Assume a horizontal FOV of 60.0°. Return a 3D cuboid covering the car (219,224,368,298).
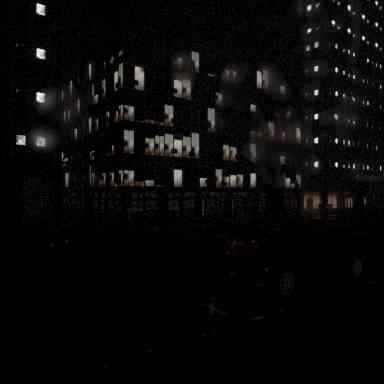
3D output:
[{"bbox_3d":[2.711,1.545,8.481,4.507,1.381,1.887,0,0,-35],"label":"car"}]
